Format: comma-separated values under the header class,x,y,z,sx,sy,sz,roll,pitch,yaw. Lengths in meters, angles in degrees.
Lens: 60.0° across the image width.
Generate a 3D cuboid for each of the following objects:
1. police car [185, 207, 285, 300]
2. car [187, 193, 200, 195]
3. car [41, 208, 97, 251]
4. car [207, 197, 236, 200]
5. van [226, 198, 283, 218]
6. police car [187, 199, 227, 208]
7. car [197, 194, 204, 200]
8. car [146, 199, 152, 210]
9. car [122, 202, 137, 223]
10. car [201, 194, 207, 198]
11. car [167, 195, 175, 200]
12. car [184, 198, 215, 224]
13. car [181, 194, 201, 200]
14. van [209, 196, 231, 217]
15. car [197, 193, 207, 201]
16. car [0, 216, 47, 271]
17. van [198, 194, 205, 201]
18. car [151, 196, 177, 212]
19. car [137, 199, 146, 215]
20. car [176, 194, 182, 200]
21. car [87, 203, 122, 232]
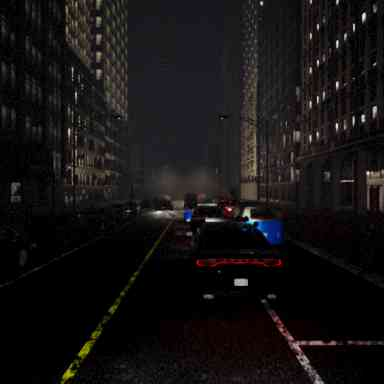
class,x,y,z,sx,sy,sz,roll,pitch,yaw
police car,0.877,1.423,8.569,1.930,1.638,5.238,0,0,0
car,-0.175,1.204,59.499,2.150,2.045,5.566,0,0,0
car,-5.737,1.562,14.094,1.947,1.339,4.313,-1,0,0
car,2.607,1.308,25.486,2.192,1.841,5.009,-1,0,0
van,2.641,1.337,14.119,1.690,1.788,3.998,-1,0,0
police car,0.847,1.420,18.570,1.930,1.638,5.238,0,0,0
car,2.404,1.410,93.690,1.967,1.590,4.097,-1,0,0
car,-5.823,1.539,42.512,2.008,1.369,4.403,-1,0,0
car,-5.772,1.544,25.461,2.008,1.369,4.403,-1,0,0
car,2.524,1.535,53.904,2.008,1.369,4.403,-1,0,0
car,-5.976,1.536,93.664,1.947,1.339,4.313,-1,0,0
car,0.572,1.471,24.558,1.882,1.535,5.008,0,0,6
car,-0.121,1.465,45.610,1.882,1.535,5.008,0,0,0
van,2.590,1.333,31.170,1.690,1.788,3.998,-1,0,0
car,2.436,1.290,82.323,2.192,1.841,5.009,-1,0,0
car,-5.720,1.548,8.410,2.008,1.369,4.403,-1,0,0
van,2.420,1.313,88.006,1.690,1.788,3.998,-1,0,0
car,-3.202,1.553,38.795,1.994,1.385,4.181,0,0,0
car,-5.788,1.573,31.145,1.802,1.307,4.206,-1,0,0
car,-3.268,1.322,90.173,2.097,1.767,4.553,0,0,0
car,-5.754,1.539,19.777,1.887,1.381,4.507,-1,0,0
